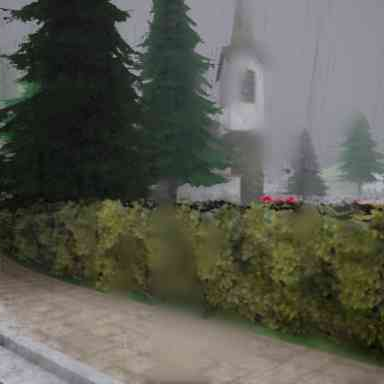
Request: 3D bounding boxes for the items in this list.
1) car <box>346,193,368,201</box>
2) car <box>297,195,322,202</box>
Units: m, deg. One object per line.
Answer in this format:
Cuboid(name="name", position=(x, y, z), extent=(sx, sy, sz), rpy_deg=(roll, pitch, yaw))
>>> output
Cuboid(name="car", position=(40.236, 1.314, 81.064), extent=(3.633, 1.501, 1.845), rpy_deg=(0, 0, 35))
Cuboid(name="car", position=(25.389, 1.329, 73.182), extent=(4.514, 1.523, 2.007), rpy_deg=(0, 0, 35))
